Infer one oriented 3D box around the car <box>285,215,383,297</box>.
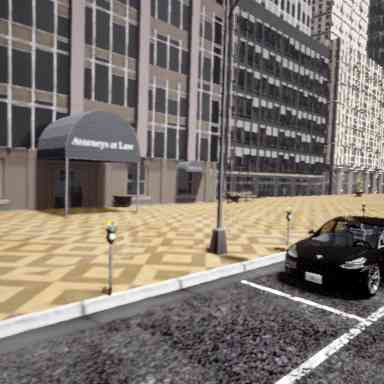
[{"bbox_3d":[3.968,1.278,7.936,4.313,1.339,1.947,-1,4,-43],"label":"car"}]
